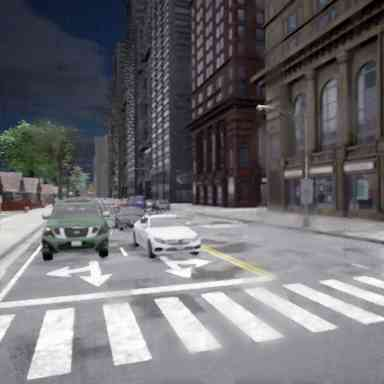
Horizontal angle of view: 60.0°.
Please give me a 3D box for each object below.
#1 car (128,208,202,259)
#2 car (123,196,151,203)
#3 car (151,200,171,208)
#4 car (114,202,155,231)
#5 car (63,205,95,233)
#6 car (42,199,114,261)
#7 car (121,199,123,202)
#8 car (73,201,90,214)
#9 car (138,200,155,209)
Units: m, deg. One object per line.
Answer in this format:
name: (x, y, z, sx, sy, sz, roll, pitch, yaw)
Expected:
car: (-1.158, 1.609, 13.344, 1.812, 1.442, 4.674, 0, 0, -20)
car: (-7.071, 1.541, 42.220, 2.150, 2.045, 5.566, 0, 0, -18)
car: (-4.103, 1.795, 43.621, 2.128, 1.511, 4.902, 0, 0, -18)
car: (-4.064, 1.666, 22.199, 1.837, 1.490, 4.892, 0, 1, -18)
car: (-7.581, 1.701, 22.498, 1.837, 1.490, 4.892, 0, 0, -18)
car: (-4.578, 1.334, 13.341, 2.150, 2.045, 5.566, 0, 0, -18)
car: (-10.416, 1.765, 52.273, 2.097, 1.767, 4.553, 0, 0, -18)
car: (-13.630, 1.875, 41.082, 1.837, 1.490, 4.892, 0, -1, -18)
car: (-7.340, 1.994, 53.324, 1.895, 1.301, 4.718, 0, 0, -18)
